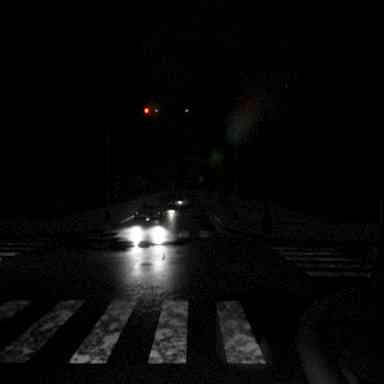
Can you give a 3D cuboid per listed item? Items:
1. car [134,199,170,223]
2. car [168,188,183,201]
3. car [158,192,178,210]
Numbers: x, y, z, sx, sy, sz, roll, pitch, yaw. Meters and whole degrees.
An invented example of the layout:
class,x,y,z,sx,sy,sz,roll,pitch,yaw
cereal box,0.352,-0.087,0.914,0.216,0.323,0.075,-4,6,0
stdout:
class,x,y,z,sx,sy,sz,roll,pitch,yaw
car,-2.869,1.409,23.681,1.895,1.301,4.718,0,1,0
car,-2.808,0.396,57.465,2.150,2.045,5.566,0,1,0
car,-2.872,1.108,36.055,1.837,1.490,4.892,0,1,0
